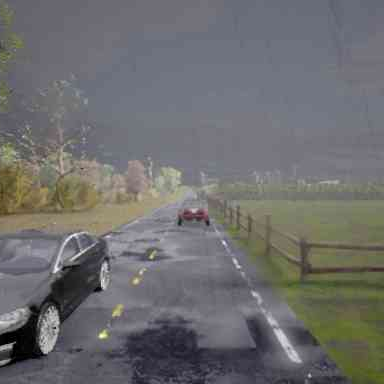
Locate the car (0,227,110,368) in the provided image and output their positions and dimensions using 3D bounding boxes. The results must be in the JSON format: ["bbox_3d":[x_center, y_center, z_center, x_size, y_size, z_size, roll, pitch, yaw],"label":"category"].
[{"bbox_3d":[-2.845,1.469,6.024,2.128,1.511,4.902,0,0,0],"label":"car"}]

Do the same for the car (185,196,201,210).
[{"bbox_3d":[0.126,1.341,41.034,1.837,1.490,4.892,0,0,0],"label":"car"}]

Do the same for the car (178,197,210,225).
[{"bbox_3d":[0.115,1.265,23.555,2.097,1.767,4.553,0,0,0],"label":"car"}]
